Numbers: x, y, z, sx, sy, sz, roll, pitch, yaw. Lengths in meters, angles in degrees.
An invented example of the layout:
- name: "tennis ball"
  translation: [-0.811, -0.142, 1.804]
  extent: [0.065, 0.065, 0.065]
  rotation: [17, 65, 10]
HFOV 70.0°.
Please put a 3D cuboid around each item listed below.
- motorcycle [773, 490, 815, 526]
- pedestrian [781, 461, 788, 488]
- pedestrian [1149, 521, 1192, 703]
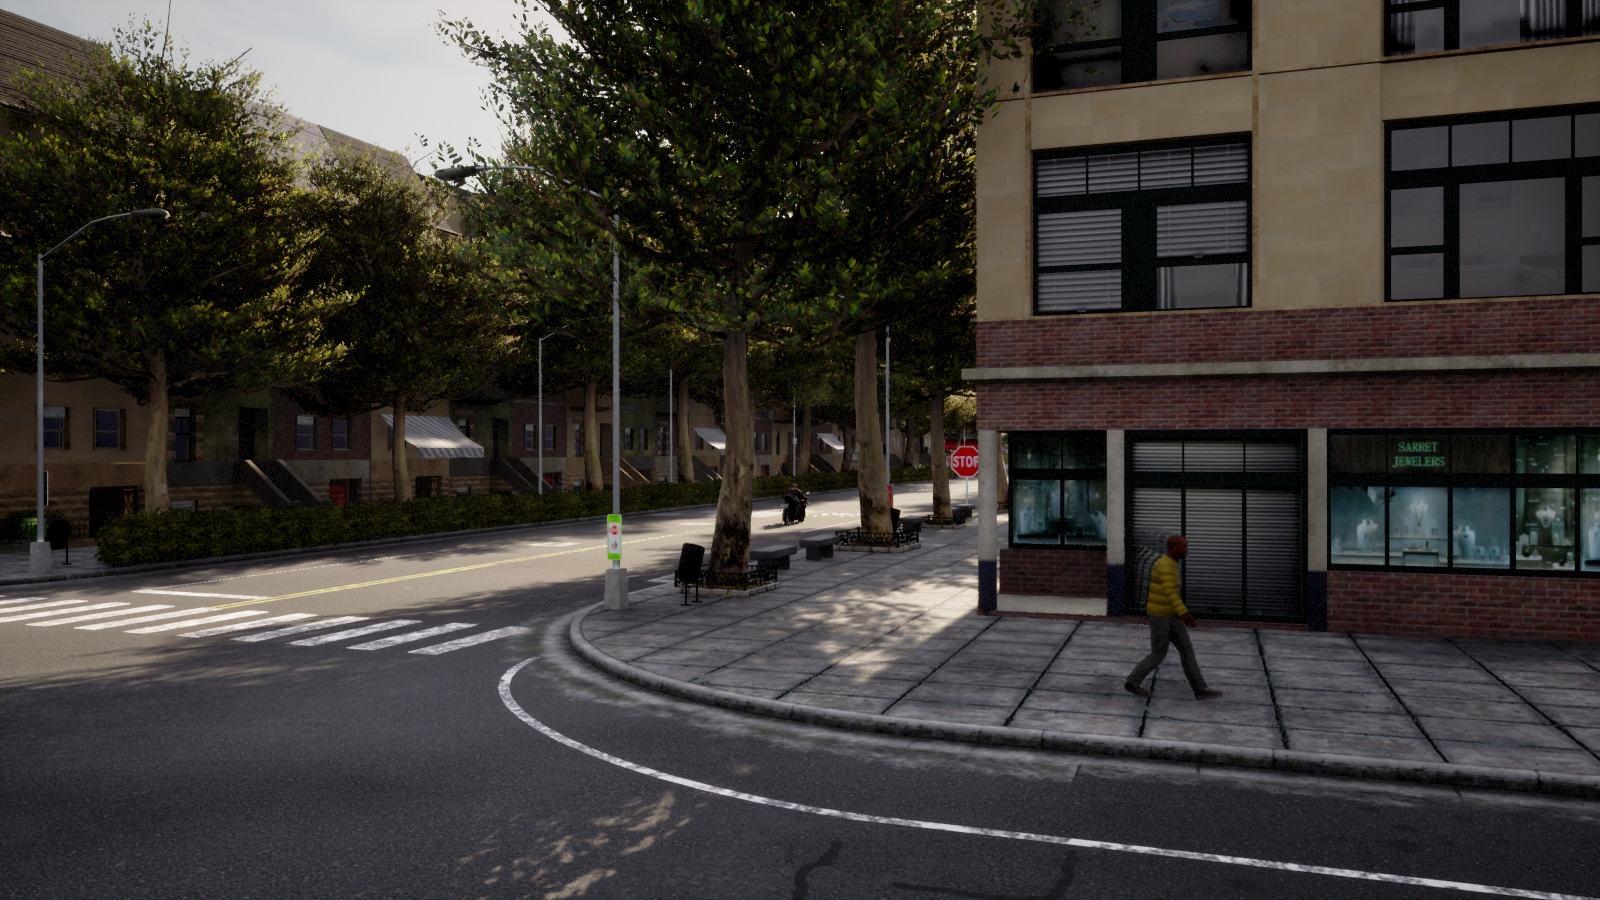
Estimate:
- name: "motorcycle"
  translation: [-0.207, 2.211, 43.561]
  extent: [0.867, 1.251, 2.209]
  rotation: [0, 0, 20]
- name: "pedestrian"
  translation: [-1.064, 1.707, 79.195]
  extent: [0.375, 1.860, 0.375]
  rotation: [0, 0, 19]
- name: "pedestrian"
  translation: [3.923, 1.697, 12.098]
  extent: [0.375, 1.860, 0.375]
  rotation: [0, 0, 27]
